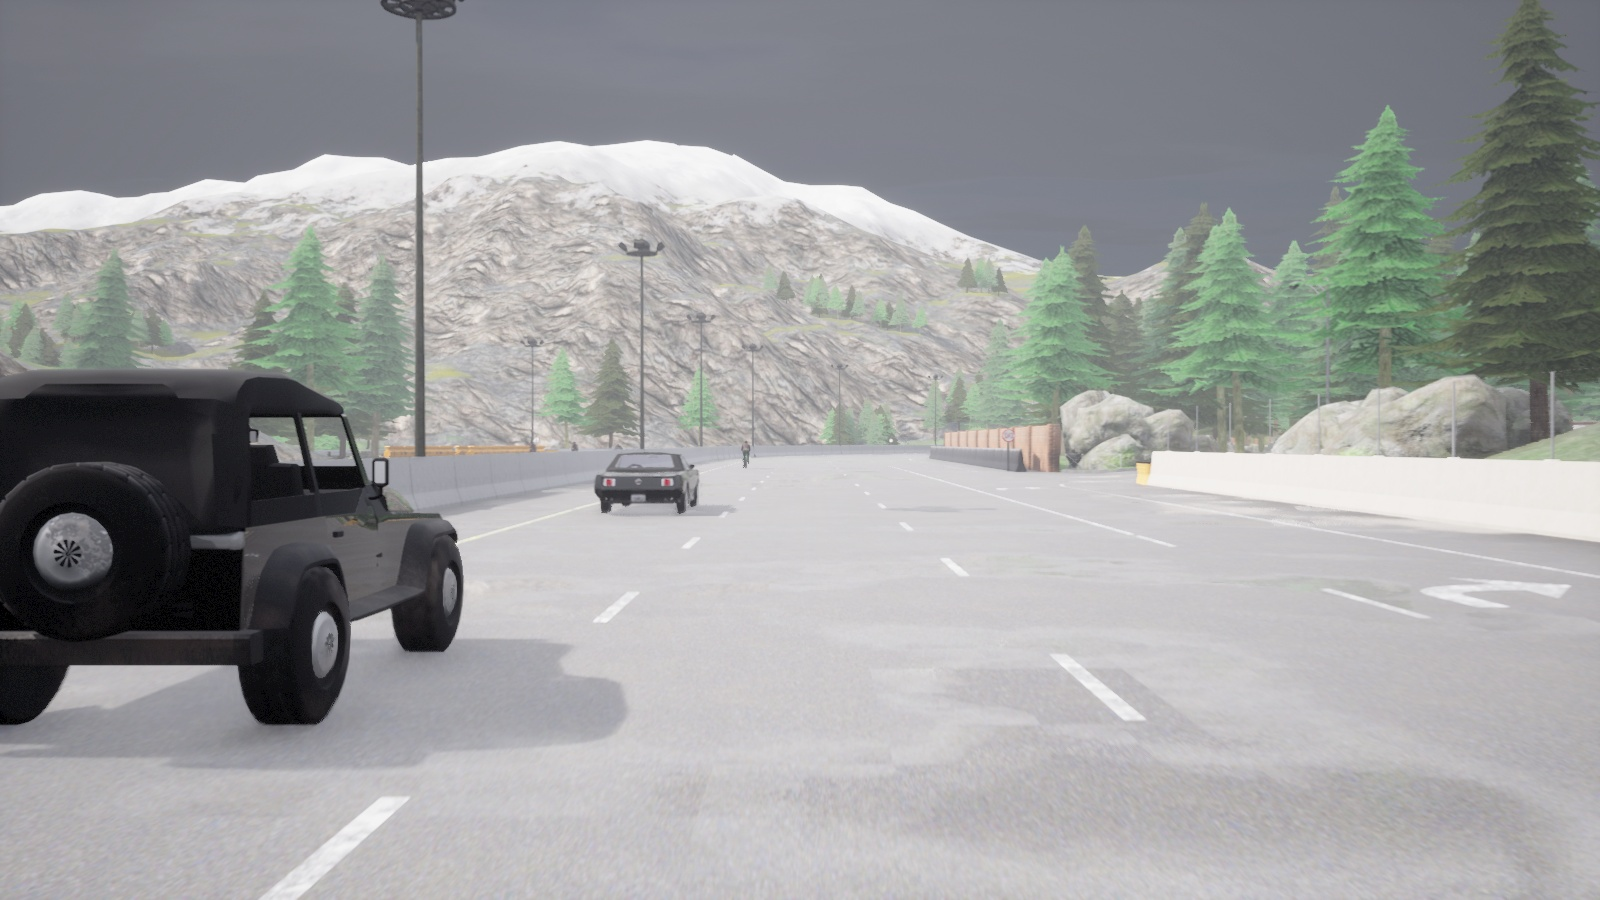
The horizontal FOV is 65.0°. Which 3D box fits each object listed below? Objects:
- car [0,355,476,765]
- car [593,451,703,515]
[{"bbox_3d":[-3.441,0.496,7.687,1.905,1.878,3.866,0,0,0],"label":"car"},{"bbox_3d":[-3.324,0.685,28.325,1.895,1.301,4.718,0,0,0],"label":"car"}]
